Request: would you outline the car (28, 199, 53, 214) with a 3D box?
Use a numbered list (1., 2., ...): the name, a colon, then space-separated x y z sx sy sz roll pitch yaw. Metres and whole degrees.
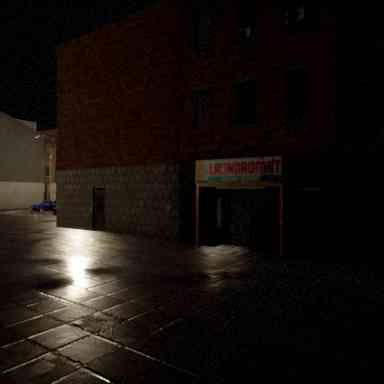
1. car: -15.593 1.554 36.742 1.812 1.442 4.674 0 0 35
